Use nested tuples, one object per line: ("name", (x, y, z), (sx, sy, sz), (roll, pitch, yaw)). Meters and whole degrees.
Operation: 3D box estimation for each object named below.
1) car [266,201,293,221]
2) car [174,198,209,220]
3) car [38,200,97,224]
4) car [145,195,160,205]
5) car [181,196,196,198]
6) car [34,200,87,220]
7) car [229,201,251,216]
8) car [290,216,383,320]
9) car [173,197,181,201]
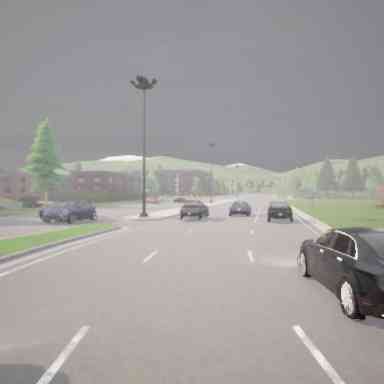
("car", (7.055, 1.507, 26.965), (1.882, 1.535, 5.008), (0, 0, 12))
("car", (0.283, 1.530, 28.721), (2.128, 1.511, 4.902), (0, 0, 12))
("car", (-9.043, 1.393, 24.930), (2.097, 1.767, 4.553), (0, 0, 13))
("car", (-7.604, 1.443, 63.009), (2.097, 1.767, 4.553), (0, 0, 13))
("car", (-0.148, 1.563, 64.268), (1.882, 1.535, 5.008), (0, 0, 13))
("car", (-11.532, 1.527, 29.654), (1.882, 1.535, 5.008), (0, 0, 13))
("car", (4.871, 1.604, 33.306), (1.994, 1.385, 4.181), (0, 0, 12))
("car", (3.747, 1.511, 7.271), (1.837, 1.490, 4.892), (0, 0, 3))
("car", (-2.493, 1.679, 69.738), (1.895, 1.301, 4.718), (0, 0, 13))
